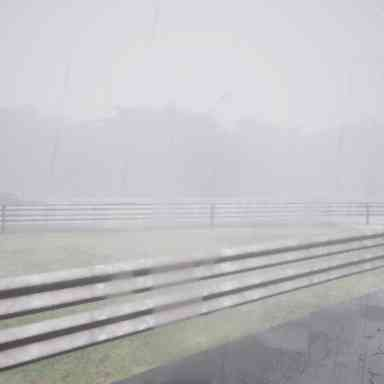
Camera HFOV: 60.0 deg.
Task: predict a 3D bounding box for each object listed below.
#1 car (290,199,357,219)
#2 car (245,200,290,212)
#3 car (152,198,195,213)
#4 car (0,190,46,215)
[{"bbox_3d":[10.792,1.289,26.465,4.902,1.511,2.128,0,0,-15],"label":"car"},{"bbox_3d":[7.000,1.370,29.066,4.718,1.301,1.895,0,0,-15],"label":"car"},{"bbox_3d":[-1.660,1.267,30.363,4.181,1.385,1.994,0,0,-15],"label":"car"},{"bbox_3d":[-13.263,0.898,23.619,5.566,2.045,2.150,0,0,-15],"label":"car"}]
